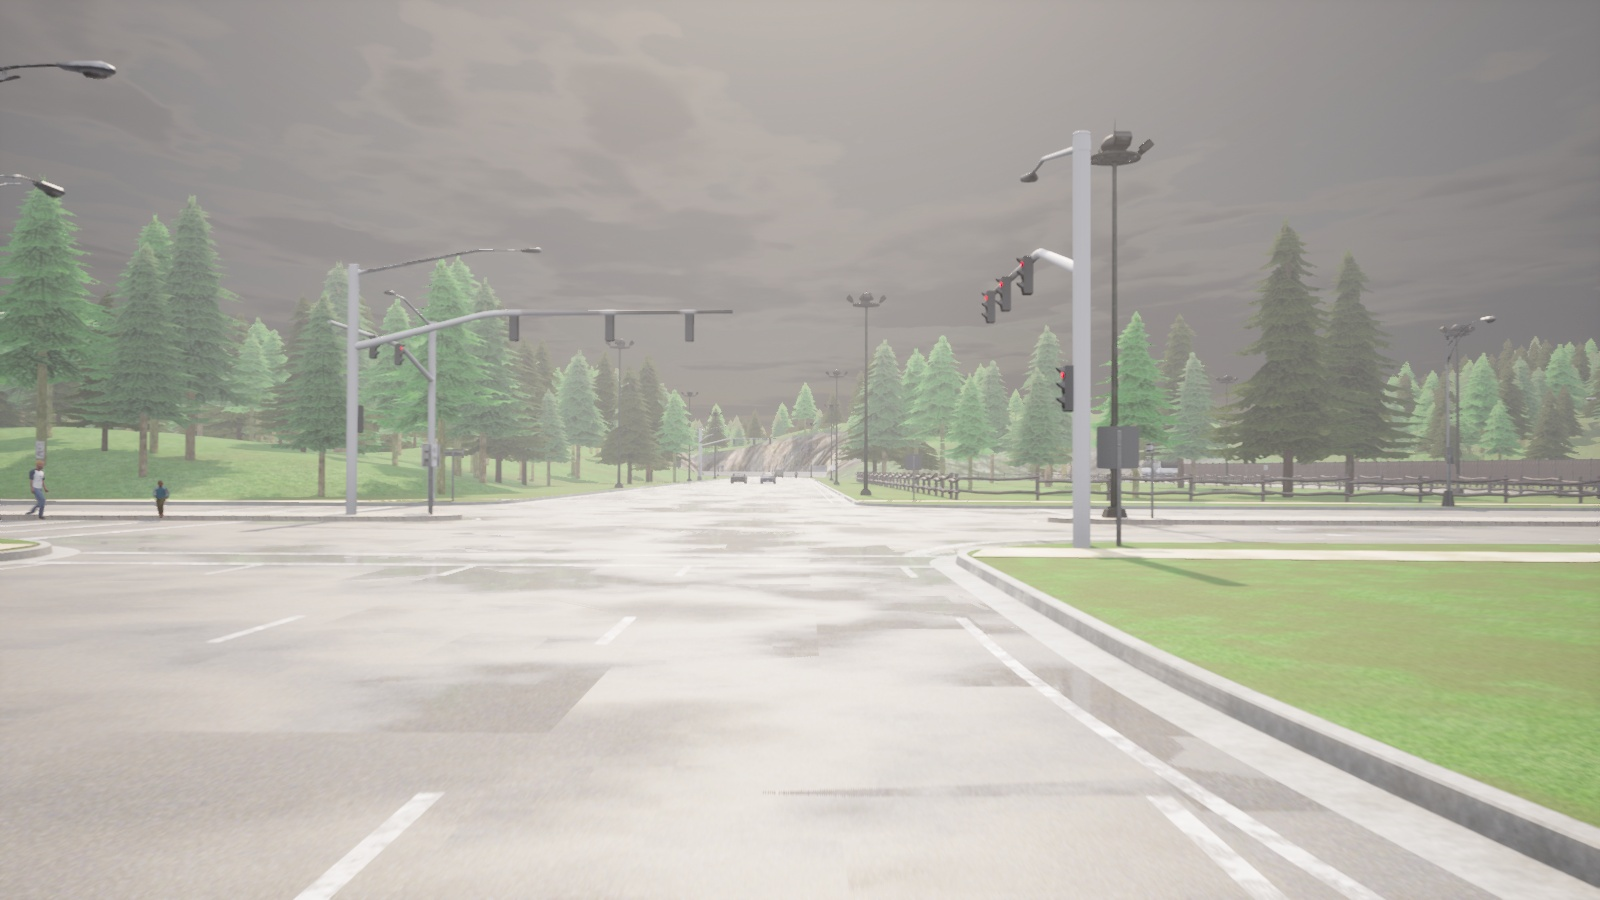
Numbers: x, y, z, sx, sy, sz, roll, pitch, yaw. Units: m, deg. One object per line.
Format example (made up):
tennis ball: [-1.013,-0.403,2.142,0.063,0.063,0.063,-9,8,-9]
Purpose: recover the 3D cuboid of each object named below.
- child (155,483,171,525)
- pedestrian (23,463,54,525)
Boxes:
child: [-18.740,1.584,36.948,0.343,1.192,0.448,0,-1,-15]
pedestrian: [-22.869,1.314,37.738,0.706,1.836,0.354,0,-1,0]
